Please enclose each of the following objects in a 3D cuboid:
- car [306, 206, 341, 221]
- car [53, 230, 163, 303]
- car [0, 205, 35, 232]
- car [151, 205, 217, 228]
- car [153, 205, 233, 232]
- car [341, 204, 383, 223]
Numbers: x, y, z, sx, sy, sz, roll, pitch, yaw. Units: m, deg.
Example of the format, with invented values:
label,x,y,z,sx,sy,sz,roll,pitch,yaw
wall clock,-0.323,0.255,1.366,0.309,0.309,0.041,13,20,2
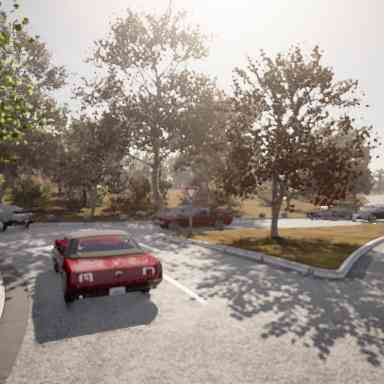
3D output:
label,x,y,z,sx,sy,sz,roll,pitch,yaw
car,12.409,1.837,30.342,4.181,1.385,1.994,1,-1,-31
car,-2.398,1.616,8.377,1.895,1.301,4.718,0,0,-26
car,-11.978,1.529,20.348,4.902,1.511,2.128,0,0,20
car,-0.573,1.637,23.485,4.181,1.385,1.994,0,0,-26
car,0.055,1.664,20.456,4.718,1.301,1.895,0,0,-23
car,15.320,1.784,28.309,4.902,1.511,2.128,1,-1,-33
